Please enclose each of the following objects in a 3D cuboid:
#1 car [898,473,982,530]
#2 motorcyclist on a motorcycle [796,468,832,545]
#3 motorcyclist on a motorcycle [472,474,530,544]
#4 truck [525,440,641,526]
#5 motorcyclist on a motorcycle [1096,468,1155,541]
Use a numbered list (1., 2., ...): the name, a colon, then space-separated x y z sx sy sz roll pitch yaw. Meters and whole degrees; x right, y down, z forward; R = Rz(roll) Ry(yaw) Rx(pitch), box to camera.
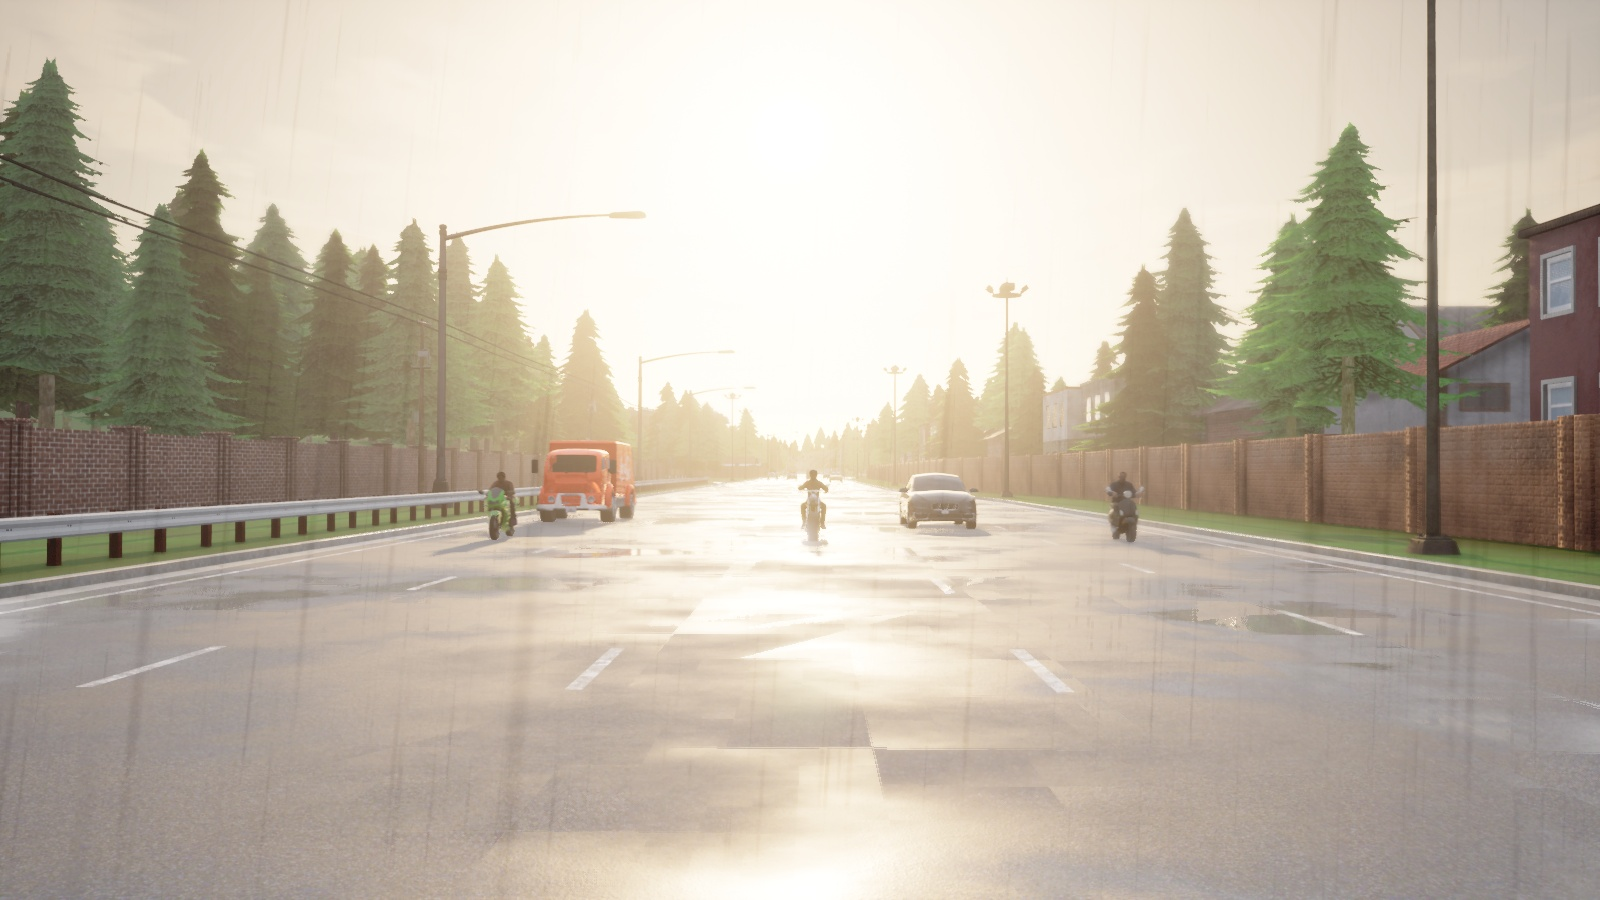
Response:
1. car: 3.866 1.397 35.427 1.837 1.490 4.892 0 -1 0
2. motorcyclist on a motorcycle: 0.312 1.238 28.342 0.766 1.649 2.350 0 -1 1
3. motorcyclist on a motorcycle: -6.690 1.295 28.174 0.797 1.523 2.044 0 -1 1
4. truck: -6.608 1.006 38.903 2.627 2.467 5.204 0 -1 0
5. motorcyclist on a motorcycle: 7.311 1.213 28.322 0.866 1.590 1.817 0 -1 1
